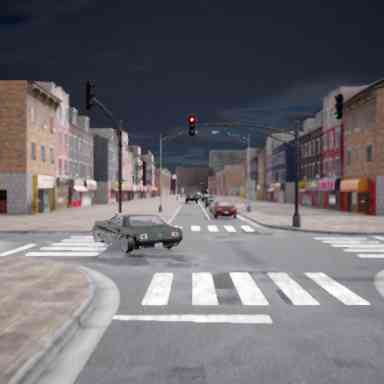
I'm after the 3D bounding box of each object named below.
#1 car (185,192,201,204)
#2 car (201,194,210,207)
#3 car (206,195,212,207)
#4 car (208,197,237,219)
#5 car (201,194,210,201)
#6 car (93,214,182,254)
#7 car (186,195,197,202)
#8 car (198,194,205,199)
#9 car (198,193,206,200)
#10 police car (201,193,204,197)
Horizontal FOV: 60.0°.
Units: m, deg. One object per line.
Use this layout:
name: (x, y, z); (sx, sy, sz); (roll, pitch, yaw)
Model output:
car: (-0.007, 0.933, 57.229); (2.150, 2.045, 5.566); (0, 0, 1)
car: (2.594, 1.322, 44.320); (1.947, 1.339, 4.313); (0, 0, 0)
car: (2.606, 1.331, 33.131); (1.752, 1.417, 4.829); (0, 0, 0)
car: (2.613, 1.380, 27.281); (1.887, 1.381, 4.507); (0, 0, 0)
car: (2.951, 1.196, 72.452); (1.812, 1.442, 4.674); (0, 0, 0)
car: (-2.364, 1.506, 13.188); (1.895, 1.301, 4.718); (0, 0, -34)
car: (-0.067, 1.246, 67.418); (2.033, 1.411, 5.357); (0, 0, 0)
car: (2.548, 1.209, 89.757); (1.802, 1.307, 4.206); (0, 0, 0)
car: (2.553, 1.080, 84.077); (1.967, 1.590, 4.097); (0, 0, 0)
police car: (2.944, 1.113, 65.561); (1.930, 1.638, 5.238); (0, 0, 0)
